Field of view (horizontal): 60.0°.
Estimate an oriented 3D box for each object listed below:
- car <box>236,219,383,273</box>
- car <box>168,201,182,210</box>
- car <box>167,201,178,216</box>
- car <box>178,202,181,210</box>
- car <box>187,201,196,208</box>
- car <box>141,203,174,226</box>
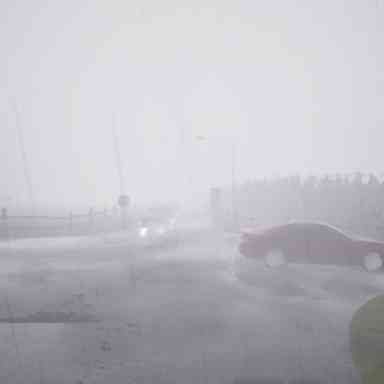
[{"bbox_3d":[4.029,1.708,11.239,5.008,1.535,1.882,2,-1,0],"label":"car"},{"bbox_3d":[-2.847,2.313,56.760,2.033,1.411,5.357,0,-1,0],"label":"car"},{"bbox_3d":[-2.868,1.965,36.637,1.882,1.535,5.008,0,-1,0],"label":"car"},{"bbox_3d":[-2.862,2.110,46.152,2.128,1.511,4.902,0,-1,0],"label":"car"},{"bbox_3d":[-0.049,2.534,68.712,1.895,1.301,4.718,0,-1,0],"label":"car"},{"bbox_3d":[-2.863,1.903,26.957,2.033,1.411,5.357,0,-1,0],"label":"car"}]
